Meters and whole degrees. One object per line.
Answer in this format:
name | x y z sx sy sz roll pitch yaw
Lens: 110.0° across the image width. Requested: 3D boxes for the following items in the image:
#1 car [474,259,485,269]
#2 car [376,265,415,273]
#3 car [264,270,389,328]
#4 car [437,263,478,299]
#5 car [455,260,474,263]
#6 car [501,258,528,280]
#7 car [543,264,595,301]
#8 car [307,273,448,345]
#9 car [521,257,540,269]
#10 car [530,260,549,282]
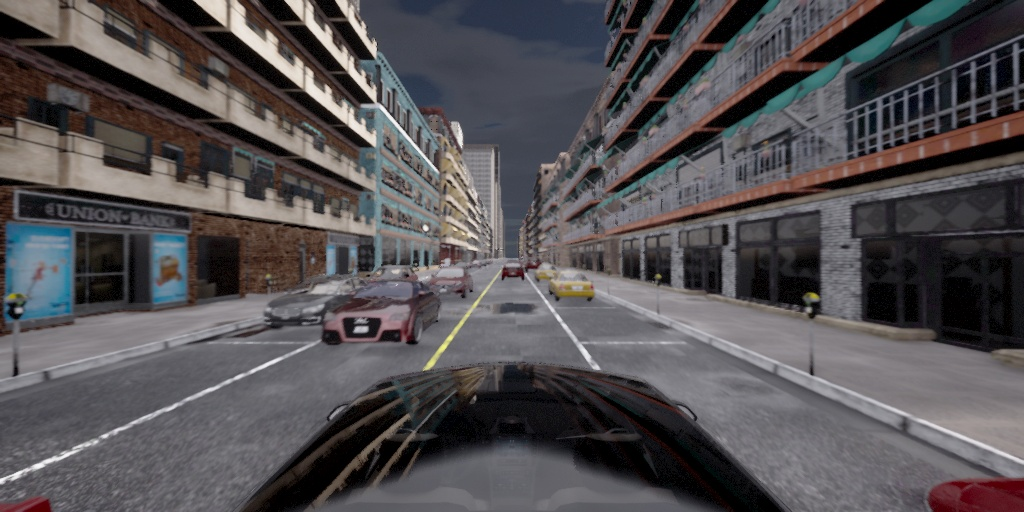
car | -5.716 1.318 56.649 1.802 1.307 4.207 0 0 0
car | -5.695 1.186 16.871 1.967 1.591 4.097 0 0 0
car | -5.693 1.299 11.189 2.007 1.370 4.403 0 0 0
car | -3.024 1.270 18.210 1.812 1.442 4.674 0 0 0
car | -5.708 1.304 39.601 1.948 1.339 4.313 0 0 0
car | 0.087 1.216 30.587 1.882 1.535 5.008 0 0 0
car | 2.684 1.268 17.048 1.751 1.417 4.829 0 0 0
car | -3.104 1.312 9.336 1.994 1.385 4.181 0 0 -1
car | 2.670 1.048 45.291 2.192 1.841 5.009 0 0 0
car | 2.678 1.263 28.413 1.751 1.417 4.829 0 0 0
